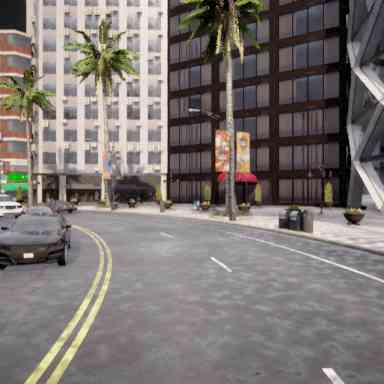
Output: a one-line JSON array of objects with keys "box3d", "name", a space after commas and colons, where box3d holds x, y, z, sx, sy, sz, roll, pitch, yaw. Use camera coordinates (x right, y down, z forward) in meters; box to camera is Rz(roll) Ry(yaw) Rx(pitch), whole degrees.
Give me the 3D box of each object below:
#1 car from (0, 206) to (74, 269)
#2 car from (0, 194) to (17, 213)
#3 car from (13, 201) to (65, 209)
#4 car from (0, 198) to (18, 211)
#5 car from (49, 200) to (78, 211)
[{"box3d": [-5.264, 1.477, 11.525, 1.882, 1.535, 5.008, 0, 0, -18], "name": "car"}, {"box3d": [-16.595, 1.221, 28.413, 5.566, 2.045, 2.150, 0, 0, 39], "name": "car"}, {"box3d": [-9.571, 1.525, 20.628, 1.812, 1.442, 4.674, 0, 0, -35], "name": "car"}, {"box3d": [-23.664, 1.525, 40.636, 4.674, 1.442, 1.812, 0, 0, 24], "name": "car"}, {"box3d": [-14.572, 1.546, 35.671, 5.357, 1.411, 2.033, 0, 0, 35], "name": "car"}]
